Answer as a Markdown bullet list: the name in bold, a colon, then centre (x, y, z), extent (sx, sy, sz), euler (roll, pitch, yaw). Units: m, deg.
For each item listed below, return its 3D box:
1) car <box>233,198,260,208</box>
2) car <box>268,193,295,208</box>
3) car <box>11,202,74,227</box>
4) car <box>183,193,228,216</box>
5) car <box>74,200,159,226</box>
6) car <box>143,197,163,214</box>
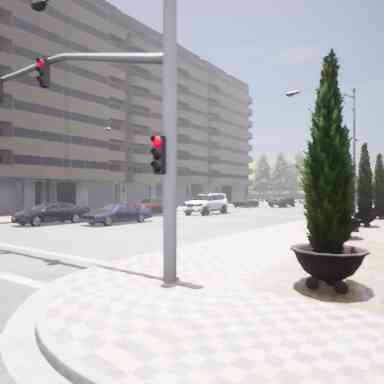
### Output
- **car**: centre (7.567, 1.547, 46.246), extent (1.895, 1.301, 4.718), euler (0, 0, 37)
- **car**: centre (12.868, 1.173, 47.502), extent (2.150, 2.045, 5.566), euler (0, 0, 37)
- **car**: centre (-9.627, 1.451, 22.608), extent (1.837, 1.490, 4.892), euler (0, 0, 35)
- **car**: centre (1.422, 1.164, 31.964), extent (2.150, 2.045, 5.566), euler (0, 0, 36)
- **car**: centre (-5.046, 1.493, 23.030), extent (2.033, 1.411, 5.357), euler (0, 0, 36)
- **car**: centre (-3.832, 1.298, 30.694), extent (2.097, 1.767, 4.553), euler (0, 0, 36)
